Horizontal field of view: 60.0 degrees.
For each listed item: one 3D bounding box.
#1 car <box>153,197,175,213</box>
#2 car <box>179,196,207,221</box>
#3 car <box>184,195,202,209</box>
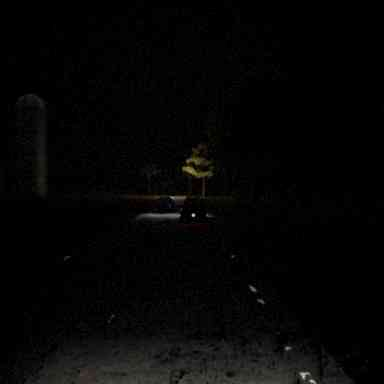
[{"bbox_3d":[-2.776,1.238,33.640,1.882,1.535,5.008,0,0,0],"label":"car"},{"bbox_3d":[0.095,1.323,25.331,1.837,1.490,4.892,0,1,0],"label":"car"},{"bbox_3d":[0.074,1.193,42.005,2.128,1.511,4.902,0,0,0],"label":"car"}]
